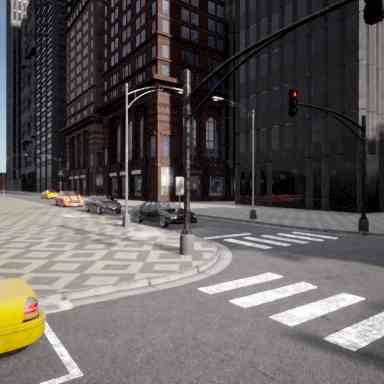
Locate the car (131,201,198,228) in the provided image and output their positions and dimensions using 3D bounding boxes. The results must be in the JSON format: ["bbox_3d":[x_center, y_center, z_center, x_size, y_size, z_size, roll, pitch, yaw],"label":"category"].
[{"bbox_3d":[-1.873,1.237,20.263,2.033,1.411,5.357,0,1,-36],"label":"car"}]

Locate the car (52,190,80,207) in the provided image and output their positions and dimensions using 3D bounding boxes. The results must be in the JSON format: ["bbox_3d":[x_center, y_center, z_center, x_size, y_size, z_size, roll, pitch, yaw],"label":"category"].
[{"bbox_3d":[-13.431,0.681,36.347,2.097,1.767,4.553,0,1,-35],"label":"car"}]

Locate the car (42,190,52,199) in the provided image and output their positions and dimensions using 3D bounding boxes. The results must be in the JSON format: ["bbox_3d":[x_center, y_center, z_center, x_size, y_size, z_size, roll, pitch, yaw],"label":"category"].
[{"bbox_3d":[-24.387,0.422,57.045,1.882,1.535,5.008,0,1,-35],"label":"car"}]

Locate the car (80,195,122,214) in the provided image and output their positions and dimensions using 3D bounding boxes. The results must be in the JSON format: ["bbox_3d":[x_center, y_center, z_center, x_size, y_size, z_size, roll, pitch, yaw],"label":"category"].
[{"bbox_3d":[-7.585,1.013,28.209,1.837,1.490,4.892,0,1,-36],"label":"car"}]

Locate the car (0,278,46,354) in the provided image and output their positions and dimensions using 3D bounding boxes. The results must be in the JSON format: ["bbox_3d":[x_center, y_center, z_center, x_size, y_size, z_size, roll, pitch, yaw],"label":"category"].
[{"bbox_3d":[-4.267,1.525,3.606,4.829,1.417,1.752,0,0,-35],"label":"car"}]
